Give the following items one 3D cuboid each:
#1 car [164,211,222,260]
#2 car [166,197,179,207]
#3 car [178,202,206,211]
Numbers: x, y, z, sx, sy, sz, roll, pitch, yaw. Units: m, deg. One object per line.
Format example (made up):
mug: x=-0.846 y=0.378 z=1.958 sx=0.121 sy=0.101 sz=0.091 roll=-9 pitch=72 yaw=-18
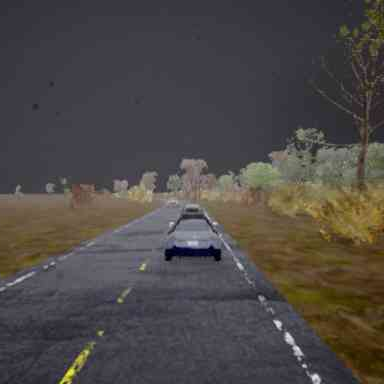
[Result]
car: x=0.050 y=1.635 z=12.772 sx=1.994 sy=1.385 sz=4.181 roll=0 pitch=0 yaw=1
car: x=-3.312 y=1.663 z=58.095 sx=2.097 sy=1.767 sz=4.553 roll=0 pitch=0 yaw=-1
car: x=0.045 y=1.656 z=27.548 sx=1.837 sy=1.490 sz=4.892 roll=0 pitch=0 yaw=0
